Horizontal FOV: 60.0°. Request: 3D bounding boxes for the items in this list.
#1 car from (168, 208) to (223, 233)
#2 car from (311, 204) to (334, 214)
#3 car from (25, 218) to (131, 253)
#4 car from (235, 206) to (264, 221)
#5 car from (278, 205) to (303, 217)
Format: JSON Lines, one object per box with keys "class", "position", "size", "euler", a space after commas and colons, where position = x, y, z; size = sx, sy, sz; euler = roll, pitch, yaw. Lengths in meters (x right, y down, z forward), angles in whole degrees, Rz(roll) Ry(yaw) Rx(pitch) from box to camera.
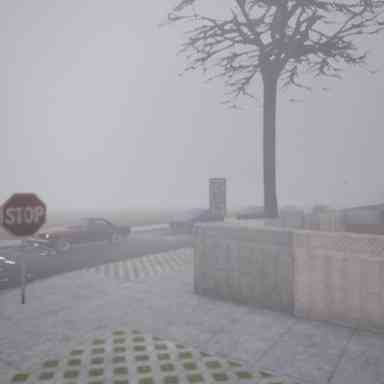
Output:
{"class": "car", "position": [0.354, 1.901, 23.345], "size": [1.882, 1.535, 5.008], "euler": [0, -1, 35]}
{"class": "car", "position": [15.898, 2.232, 40.354], "size": [1.837, 1.490, 4.892], "euler": [0, -1, 35]}
{"class": "car", "position": [-5.161, 1.888, 15.484], "size": [1.895, 1.301, 4.718], "euler": [0, -1, 35]}
{"class": "car", "position": [5.833, 2.036, 31.130], "size": [1.882, 1.535, 5.008], "euler": [0, -1, 35]}
{"class": "car", "position": [11.620, 2.263, 39.324], "size": [1.994, 1.385, 4.181], "euler": [0, -1, 36]}
